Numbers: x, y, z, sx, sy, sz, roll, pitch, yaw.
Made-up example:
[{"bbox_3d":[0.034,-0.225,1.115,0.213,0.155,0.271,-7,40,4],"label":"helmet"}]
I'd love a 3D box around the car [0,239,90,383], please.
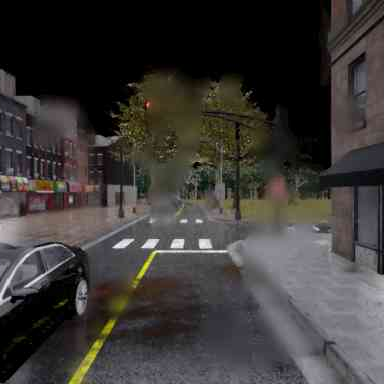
[{"bbox_3d":[-2.859,1.492,4.553,2.128,1.511,4.902,0,0,0],"label":"car"}]

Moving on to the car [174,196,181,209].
[{"bbox_3d":[-2.928,1.555,47.895,1.882,1.535,5.008,0,0,0],"label":"car"}]

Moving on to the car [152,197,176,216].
[{"bbox_3d":[-2.914,1.515,33.800,1.882,1.535,5.008,0,0,-1],"label":"car"}]
